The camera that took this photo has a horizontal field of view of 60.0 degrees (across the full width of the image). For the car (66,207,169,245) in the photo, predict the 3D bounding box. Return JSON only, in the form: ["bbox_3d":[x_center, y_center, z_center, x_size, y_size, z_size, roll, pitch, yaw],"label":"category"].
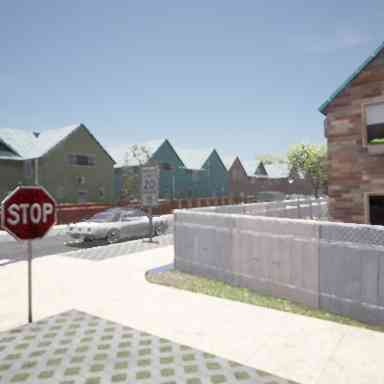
[{"bbox_3d":[-3.172,1.534,15.312,1.895,1.301,4.718,-2,-1,36],"label":"car"}]

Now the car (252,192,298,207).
[{"bbox_3d":[7.248,1.015,29.565,2.150,2.045,5.566,-2,-1,36],"label":"car"}]

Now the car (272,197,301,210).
[{"bbox_3d":[11.504,1.367,40.284,1.994,1.385,4.181,-2,-1,37],"label":"car"}]
